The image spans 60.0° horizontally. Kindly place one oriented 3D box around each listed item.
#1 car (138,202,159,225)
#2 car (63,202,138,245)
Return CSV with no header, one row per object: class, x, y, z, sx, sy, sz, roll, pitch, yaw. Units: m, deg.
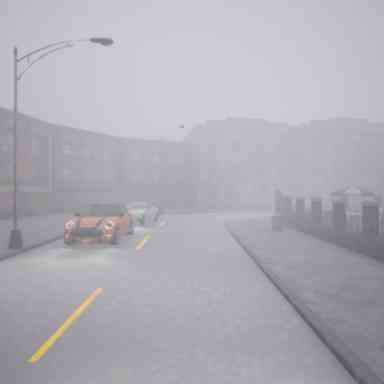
car,-3.650,1.411,23.074,1.812,1.442,4.674,0,0,12
car,-4.022,1.275,14.976,2.097,1.767,4.553,0,0,1
